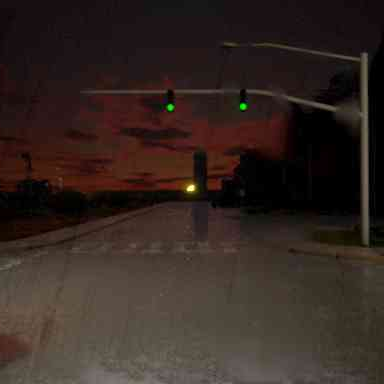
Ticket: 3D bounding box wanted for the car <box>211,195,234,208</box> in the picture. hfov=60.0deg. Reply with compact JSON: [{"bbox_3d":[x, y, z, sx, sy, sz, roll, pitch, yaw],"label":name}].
[{"bbox_3d":[5.022,1.516,54.409,1.905,1.878,3.866,-8,3,-41],"label":"car"}]
